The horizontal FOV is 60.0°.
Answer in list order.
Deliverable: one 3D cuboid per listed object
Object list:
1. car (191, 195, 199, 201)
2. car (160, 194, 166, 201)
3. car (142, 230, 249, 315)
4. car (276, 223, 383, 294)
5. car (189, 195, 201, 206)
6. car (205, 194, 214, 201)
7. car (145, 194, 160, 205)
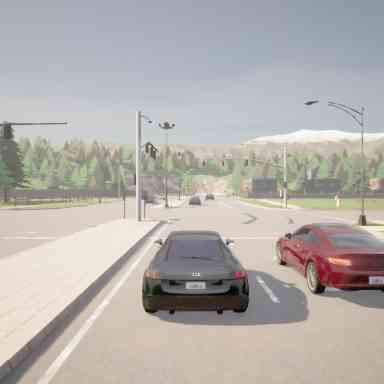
[{"bbox_3d":[0.836,1.428,82.129,1.895,1.301,4.718,0,0,1],"label":"car"},{"bbox_3d":[-7.243,1.144,76.362,2.097,1.767,4.553,0,0,1],"label":"car"},{"bbox_3d":[0.056,1.564,7.669,1.994,1.385,4.181,0,0,0],"label":"car"},{"bbox_3d":[3.554,1.526,8.673,1.812,1.442,4.674,0,0,0],"label":"car"},{"bbox_3d":[0.491,1.563,56.673,1.994,1.385,4.181,0,0,1],"label":"car"},{"bbox_3d":[4.335,1.188,82.024,2.097,1.767,4.553,0,0,1],"label":"car"},{"bbox_3d":[-7.531,1.506,60.354,1.837,1.490,4.892,0,0,1],"label":"car"}]
